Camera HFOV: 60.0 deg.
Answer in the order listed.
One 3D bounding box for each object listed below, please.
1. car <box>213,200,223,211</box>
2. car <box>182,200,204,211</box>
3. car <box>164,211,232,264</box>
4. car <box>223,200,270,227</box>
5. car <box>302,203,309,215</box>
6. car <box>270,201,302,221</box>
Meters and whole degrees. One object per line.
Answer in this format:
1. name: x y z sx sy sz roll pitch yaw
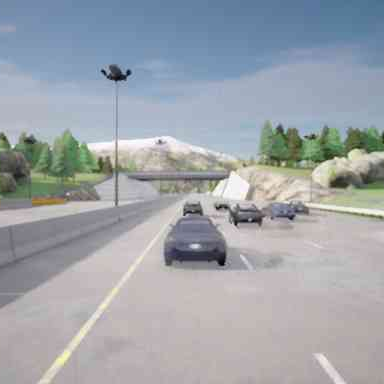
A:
1. car: 3.587 1.640 40.782 1.895 1.301 4.718 0 0 0
2. car: 0.089 1.522 32.121 2.128 1.511 4.902 0 0 0
3. car: 0.096 1.575 11.820 1.994 1.385 4.181 0 0 0
4. car: 3.594 1.514 22.999 2.128 1.511 4.902 0 0 0
5. car: 10.589 1.597 34.502 1.994 1.385 4.181 0 0 0
6. car: 7.091 1.574 27.788 2.033 1.411 5.357 0 0 0
